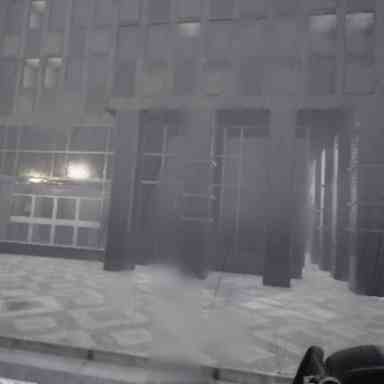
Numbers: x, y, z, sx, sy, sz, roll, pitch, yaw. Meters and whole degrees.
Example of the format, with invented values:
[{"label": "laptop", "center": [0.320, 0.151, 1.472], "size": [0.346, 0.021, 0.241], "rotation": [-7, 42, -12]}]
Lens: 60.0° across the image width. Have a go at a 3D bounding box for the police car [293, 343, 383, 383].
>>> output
[{"label": "police car", "center": [3.611, 1.928, 2.783], "size": [5.238, 1.638, 1.930], "rotation": [3, -5, 12]}]
